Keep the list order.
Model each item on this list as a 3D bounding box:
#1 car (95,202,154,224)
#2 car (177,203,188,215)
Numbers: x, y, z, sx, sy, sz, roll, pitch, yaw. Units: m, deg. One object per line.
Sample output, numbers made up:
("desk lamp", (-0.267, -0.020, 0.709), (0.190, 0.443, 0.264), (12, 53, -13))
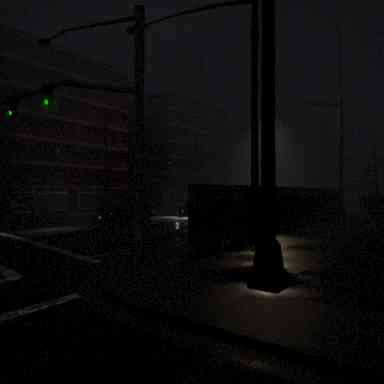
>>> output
("car", (-4.911, 1.491, 24.772), (2.128, 1.511, 4.902), (0, 0, 35))
("car", (0.527, 1.505, 32.516), (1.837, 1.490, 4.892), (0, 0, 35))
